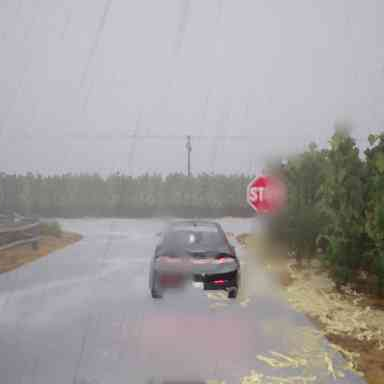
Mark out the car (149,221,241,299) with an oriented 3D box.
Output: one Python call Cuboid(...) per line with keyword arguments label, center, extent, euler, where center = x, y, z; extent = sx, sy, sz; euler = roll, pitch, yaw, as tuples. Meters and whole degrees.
Cuboid(label="car", center=(0.075, 1.488, 8.443), extent=(2.128, 1.511, 4.902), euler=(0, 0, 0))
